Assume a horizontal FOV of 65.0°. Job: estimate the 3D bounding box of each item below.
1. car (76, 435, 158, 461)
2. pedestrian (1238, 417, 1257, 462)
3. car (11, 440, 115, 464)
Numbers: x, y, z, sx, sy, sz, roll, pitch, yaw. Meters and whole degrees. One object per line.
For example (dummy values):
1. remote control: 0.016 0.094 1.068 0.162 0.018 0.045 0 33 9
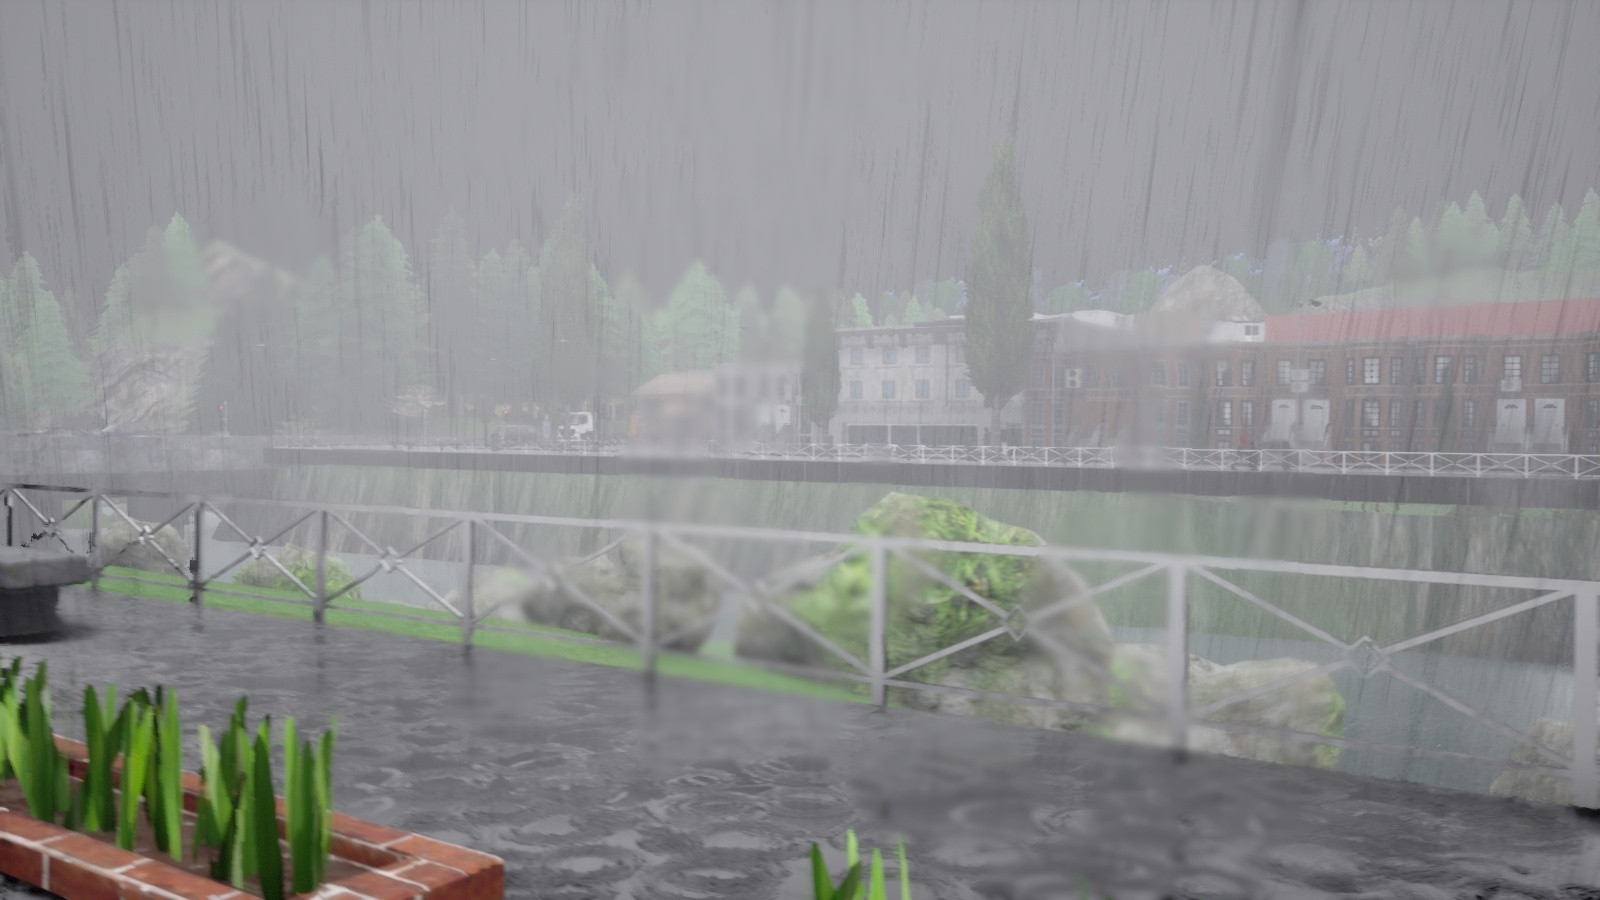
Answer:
1. car: -47.451 -0.172 87.312 2.097 1.767 4.553 0 1 34
2. pedestrian: 18.336 -0.427 51.454 0.636 1.846 0.331 0 1 35
3. car: -47.170 0.108 80.514 2.033 1.411 5.357 0 1 34
